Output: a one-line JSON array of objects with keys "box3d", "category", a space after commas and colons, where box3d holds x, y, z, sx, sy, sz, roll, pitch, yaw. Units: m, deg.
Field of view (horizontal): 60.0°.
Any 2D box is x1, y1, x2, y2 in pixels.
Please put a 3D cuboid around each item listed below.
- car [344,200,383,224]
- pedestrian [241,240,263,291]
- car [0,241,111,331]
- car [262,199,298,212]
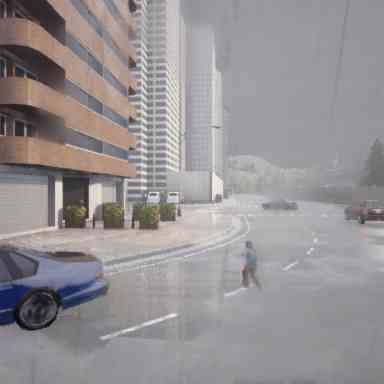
[{"box3d": [12.883, 1.352, 24.538, 2.097, 1.767, 4.553, 0, 0, 9], "category": "car"}, {"box3d": [1.365, 1.674, 7.593, 0.500, 1.100, 0.500, 0, 0, 41], "category": "pedestrian"}, {"box3d": [-4.073, 1.547, 5.296, 5.357, 1.411, 2.033, 0, 0, -37], "category": "car"}, {"box3d": [10.545, 1.558, 40.092, 1.812, 1.442, 4.674, 0, 0, -35], "category": "car"}]
